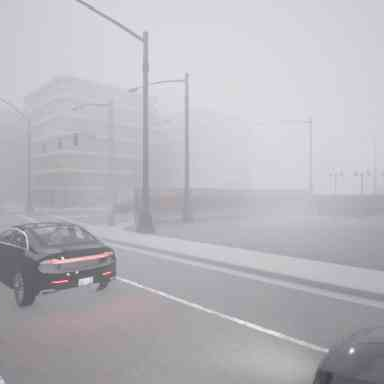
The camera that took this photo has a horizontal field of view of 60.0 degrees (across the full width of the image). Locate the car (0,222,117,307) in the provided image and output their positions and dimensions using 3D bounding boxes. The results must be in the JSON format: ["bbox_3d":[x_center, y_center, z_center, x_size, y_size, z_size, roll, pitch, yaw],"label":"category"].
[{"bbox_3d":[-3.683,1.492,8.121,2.128,1.511,4.902,0,0,-43],"label":"car"}]

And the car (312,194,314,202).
[{"bbox_3d":[20.466,1.228,60.851,5.566,2.045,2.150,0,0,-44],"label":"car"}]

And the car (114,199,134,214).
[{"bbox_3d":[-6.356,1.491,34.936,4.902,1.511,2.128,0,0,-44],"label":"car"}]

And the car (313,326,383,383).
[{"bbox_3d":[3.129,1.505,1.630,4.892,1.490,1.837,0,0,38],"label":"car"}]
